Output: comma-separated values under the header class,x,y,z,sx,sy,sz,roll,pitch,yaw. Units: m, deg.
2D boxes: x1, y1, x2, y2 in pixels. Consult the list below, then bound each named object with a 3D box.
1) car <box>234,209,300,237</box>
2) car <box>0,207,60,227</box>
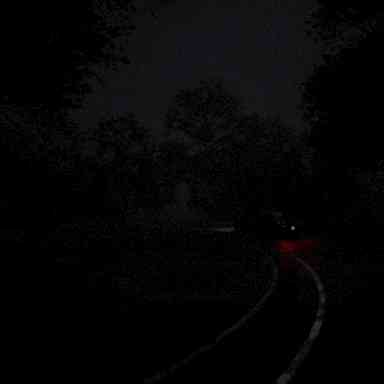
class,x,y,z,sx,sy,sz,roll,pitch,yaw
car,4.322,1.750,19.687,1.812,1.442,4.674,0,-1,-26
car,-13.685,1.996,27.740,5.008,1.535,1.882,0,-2,-11
